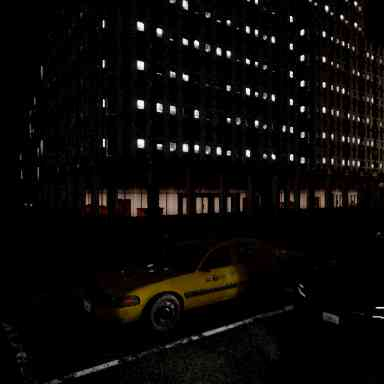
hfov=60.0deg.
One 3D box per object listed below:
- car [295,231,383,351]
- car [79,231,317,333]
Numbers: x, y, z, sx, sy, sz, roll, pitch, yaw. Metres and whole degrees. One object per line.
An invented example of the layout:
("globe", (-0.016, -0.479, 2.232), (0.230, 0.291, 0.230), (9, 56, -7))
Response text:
("car", (3.962, 1.477, 6.081), (5.008, 1.535, 1.882), (0, 0, -36))
("car", (0.275, 1.525, 6.757), (4.829, 1.417, 1.752), (0, 0, -36))
